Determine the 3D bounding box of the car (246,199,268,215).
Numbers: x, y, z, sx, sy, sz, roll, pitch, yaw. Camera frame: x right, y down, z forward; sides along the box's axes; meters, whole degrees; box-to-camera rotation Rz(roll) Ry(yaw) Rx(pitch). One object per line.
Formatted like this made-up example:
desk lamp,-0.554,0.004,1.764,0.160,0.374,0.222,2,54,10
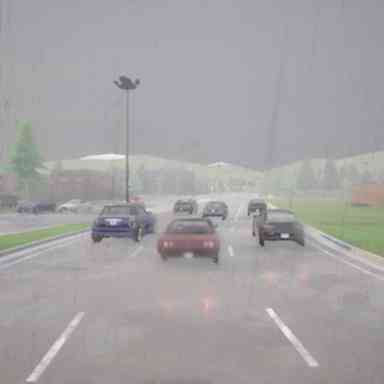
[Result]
car,6.342,1.424,32.420,1.837,1.490,4.892,0,0,10

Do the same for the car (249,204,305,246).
car,3.789,1.486,14.999,1.812,1.442,4.674,0,0,6

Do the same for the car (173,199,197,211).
car,-0.593,1.426,33.388,2.128,1.511,4.902,0,0,10

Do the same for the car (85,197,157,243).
car,-3.089,1.327,16.086,2.097,1.767,4.553,0,0,6

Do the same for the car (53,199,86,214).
car,-12.193,1.486,34.935,1.812,1.442,4.674,0,0,10

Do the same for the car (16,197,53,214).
car,-15.870,1.322,34.175,2.097,1.767,4.553,0,0,10

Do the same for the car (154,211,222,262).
car,0.010,1.576,12.039,1.895,1.301,4.718,0,0,3

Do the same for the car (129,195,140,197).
car,-7.594,1.288,41.186,2.097,1.767,4.553,0,0,10

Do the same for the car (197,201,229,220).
car,2.033,1.487,27.898,2.033,1.411,5.357,0,0,10
